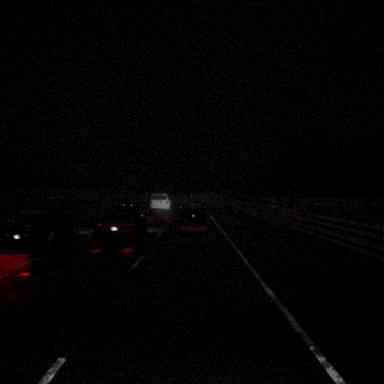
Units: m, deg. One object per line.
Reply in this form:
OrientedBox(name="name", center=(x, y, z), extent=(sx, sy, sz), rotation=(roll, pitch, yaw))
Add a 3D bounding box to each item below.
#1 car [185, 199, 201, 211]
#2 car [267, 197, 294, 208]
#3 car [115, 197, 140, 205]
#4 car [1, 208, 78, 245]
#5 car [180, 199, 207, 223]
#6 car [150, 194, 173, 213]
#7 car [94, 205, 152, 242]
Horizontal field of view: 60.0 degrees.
OrientedBox(name="car", center=(0.105, 1.586, 42.923), extent=(1.994, 1.385, 4.181), rotation=(0, 0, 0))
OrientedBox(name="car", center=(12.497, 1.434, 47.011), extent=(1.812, 1.442, 4.674), rotation=(0, 0, -19))
OrientedBox(name="car", center=(-6.896, 1.368, 35.695), extent=(2.097, 1.767, 4.553), rotation=(0, 0, 0))
OrientedBox(name="car", center=(-6.898, 1.515, 15.527), extent=(1.837, 1.490, 4.892), rotation=(0, 0, 0))
OrientedBox(name="car", center=(0.102, 1.490, 25.345), extent=(1.882, 1.535, 5.008), rotation=(0, 0, 0))
OrientedBox(name="car", center=(-3.407, 1.238, 36.854), extent=(2.150, 2.045, 5.566), rotation=(0, 0, 0))
OrientedBox(name="car", center=(-3.398, 1.574, 16.527), extent=(1.994, 1.385, 4.181), rotation=(0, 0, 0))
